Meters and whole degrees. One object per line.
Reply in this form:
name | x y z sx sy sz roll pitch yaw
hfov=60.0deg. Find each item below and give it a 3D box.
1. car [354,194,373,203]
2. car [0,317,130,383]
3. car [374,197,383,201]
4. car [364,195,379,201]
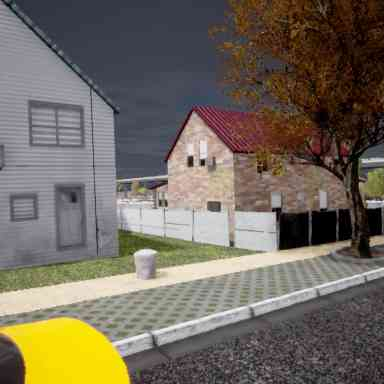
car | 38.557 1.438 74.903 2.097 1.767 4.553 -2 0 0
car | -2.636 1.479 1.188 5.008 1.535 1.882 0 0 -35
car | 28.492 1.879 47.715 1.994 1.385 4.181 -2 0 1
car | 31.953 1.806 61.676 1.837 1.490 4.892 -2 0 0
